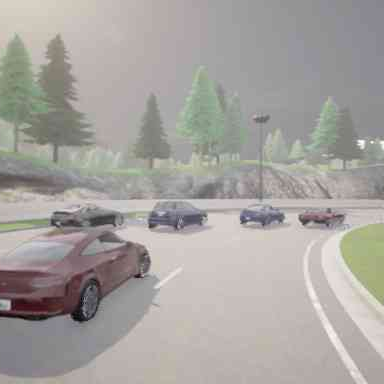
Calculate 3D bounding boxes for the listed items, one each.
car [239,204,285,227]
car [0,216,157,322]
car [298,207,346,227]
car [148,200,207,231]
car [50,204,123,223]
[{"bbox_3d":[5.011,1.576,23.629,1.812,1.442,4.674,0,0,36],"label":"car"},{"bbox_3d":[-2.381,1.498,7.168,1.812,1.442,4.674,0,0,11],"label":"car"},{"bbox_3d":[9.326,1.698,23.580,1.895,1.301,4.718,1,0,40],"label":"car"},{"bbox_3d":[-0.786,1.339,20.988,2.097,1.767,4.553,1,0,28],"label":"car"},{"bbox_3d":[-5.895,1.423,19.315,2.128,1.511,4.902,1,0,24],"label":"car"}]
